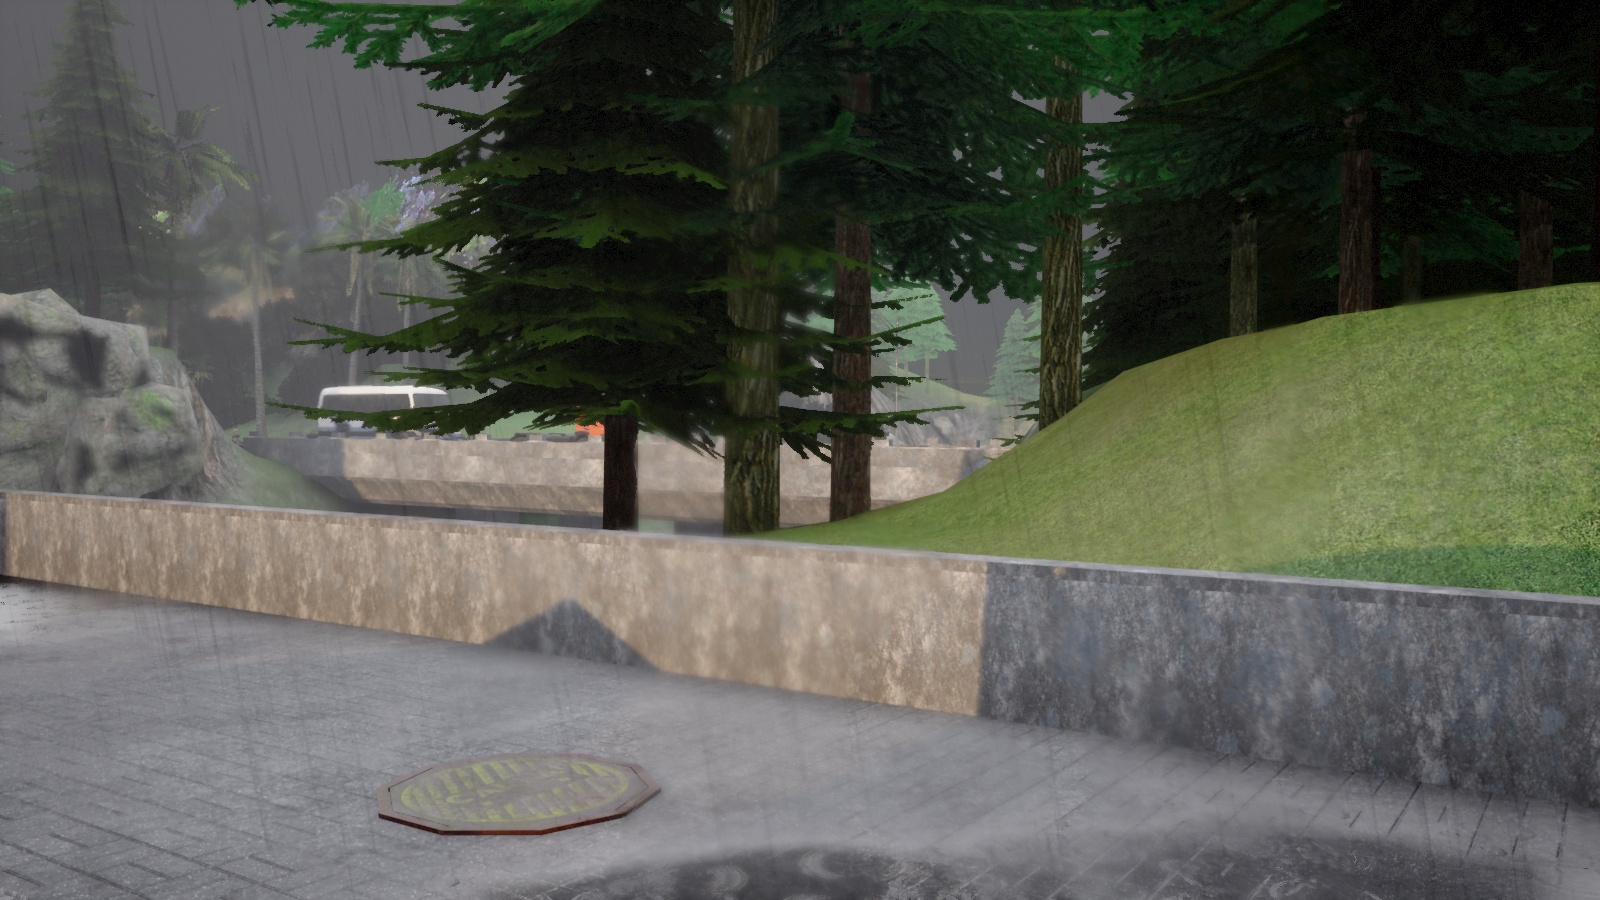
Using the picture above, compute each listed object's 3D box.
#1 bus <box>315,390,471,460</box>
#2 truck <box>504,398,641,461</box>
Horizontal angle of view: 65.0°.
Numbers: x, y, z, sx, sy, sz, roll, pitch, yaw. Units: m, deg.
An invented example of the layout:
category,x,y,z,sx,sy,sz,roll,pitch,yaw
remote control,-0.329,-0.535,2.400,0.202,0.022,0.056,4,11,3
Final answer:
category,x,y,z,sx,sy,sz,roll,pitch,yaw
bus,-26.348,-1.518,81.089,10.273,4.253,3.944,0,1,34
truck,-13.180,-1.123,72.371,7.936,3.462,2.891,0,1,34
